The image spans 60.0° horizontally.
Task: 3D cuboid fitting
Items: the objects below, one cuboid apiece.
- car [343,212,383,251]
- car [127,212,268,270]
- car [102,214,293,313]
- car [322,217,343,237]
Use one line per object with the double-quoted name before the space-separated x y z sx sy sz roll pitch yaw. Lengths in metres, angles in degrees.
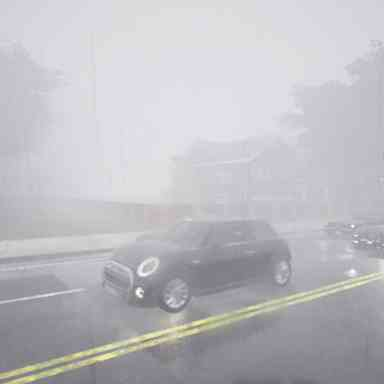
"car" 8.571 1.641 13.704 4.892 1.490 1.837 1 0 -35
"car" 0.341 1.571 11.901 4.892 1.490 1.837 1 -1 -35
"car" 0.271 1.395 7.862 4.553 1.767 2.097 1 0 -35
"car" 9.191 1.764 18.101 4.718 1.301 1.895 1 0 -35
